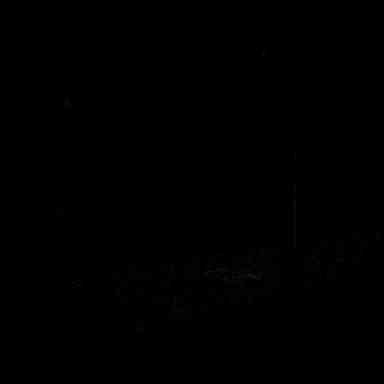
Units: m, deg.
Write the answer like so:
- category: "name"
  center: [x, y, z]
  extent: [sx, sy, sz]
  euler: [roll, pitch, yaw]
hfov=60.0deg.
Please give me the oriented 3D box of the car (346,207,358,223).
- category: "car"
  center: [9.380, 1.536, 24.398]
  extent: [1.947, 1.339, 4.313]
  euler: [0, 0, -35]

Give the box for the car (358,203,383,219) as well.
- category: "car"
  center: [15.918, 1.576, 29.054]
  extent: [1.947, 1.339, 4.313]
  euler: [0, 0, -35]
